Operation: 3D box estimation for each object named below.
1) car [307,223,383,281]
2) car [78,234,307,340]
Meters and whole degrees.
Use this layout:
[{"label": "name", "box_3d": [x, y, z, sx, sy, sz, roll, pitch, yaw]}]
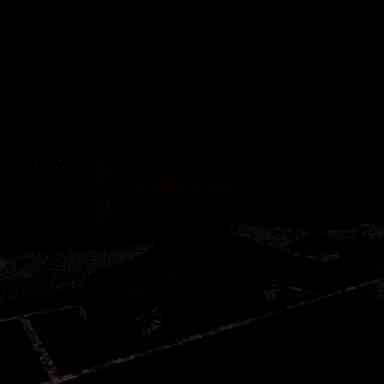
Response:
[{"label": "car", "box_3d": [4.526, 1.582, 9.752, 4.206, 1.307, 1.802, 0, 0, -35]}, {"label": "car", "box_3d": [0.043, 1.566, 6.563, 4.313, 1.339, 1.947, 0, 0, -35]}]
